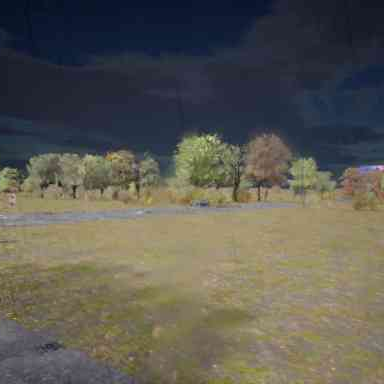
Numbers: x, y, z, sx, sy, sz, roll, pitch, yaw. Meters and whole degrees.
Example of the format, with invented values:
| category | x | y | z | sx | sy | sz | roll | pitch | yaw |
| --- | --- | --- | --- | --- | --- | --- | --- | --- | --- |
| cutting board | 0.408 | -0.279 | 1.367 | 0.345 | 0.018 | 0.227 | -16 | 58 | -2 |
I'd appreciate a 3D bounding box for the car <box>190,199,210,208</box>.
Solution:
| category | x | y | z | sx | sy | sz | roll | pitch | yaw |
| --- | --- | --- | --- | --- | --- | --- | --- | --- | --- |
| car | 1.460 | 2.170 | 61.595 | 1.837 | 1.490 | 4.892 | 1 | 2 | 36 |
